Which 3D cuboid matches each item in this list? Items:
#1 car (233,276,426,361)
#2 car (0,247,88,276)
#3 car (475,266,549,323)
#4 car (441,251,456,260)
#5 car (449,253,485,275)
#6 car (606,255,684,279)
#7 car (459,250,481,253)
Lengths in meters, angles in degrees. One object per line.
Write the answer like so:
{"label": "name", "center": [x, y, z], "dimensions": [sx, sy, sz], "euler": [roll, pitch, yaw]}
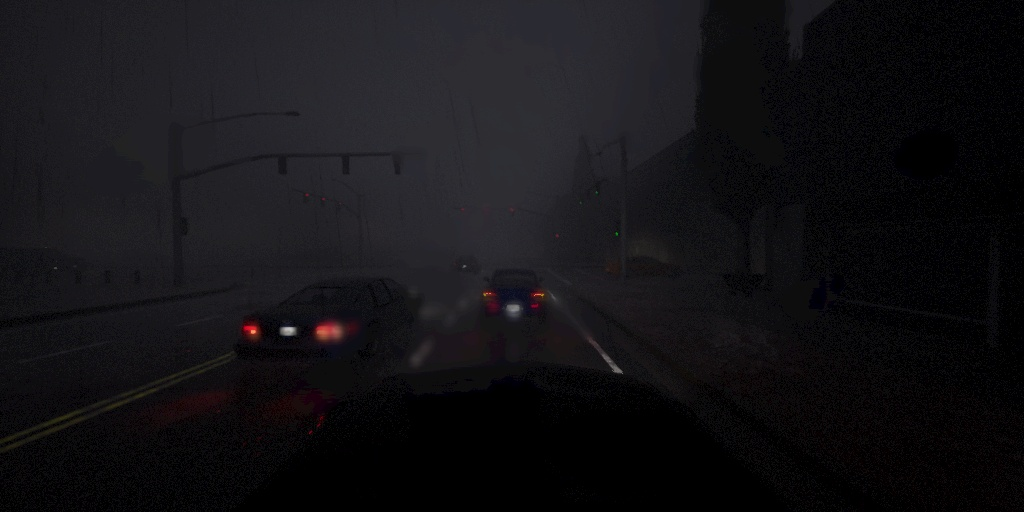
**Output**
{"label": "car", "center": [-3.438, 1.153, 8.042], "dimensions": [2.033, 1.411, 5.357], "euler": [0, 1, 0]}
{"label": "car", "center": [-35.064, 0.408, 26.492], "dimensions": [5.566, 2.045, 2.150], "euler": [0, 1, 0]}
{"label": "car", "center": [0.072, 1.066, 10.962], "dimensions": [1.812, 1.442, 4.674], "euler": [0, 1, 0]}
{"label": "car", "center": [-10.400, -0.088, 59.685], "dimensions": [1.882, 1.535, 5.008], "euler": [0, 1, 2]}
{"label": "car", "center": [-3.544, 0.700, 28.756], "dimensions": [1.994, 1.385, 4.181], "euler": [0, 1, 0]}
{"label": "car", "center": [8.876, 0.721, 24.044], "dimensions": [5.008, 1.535, 1.882], "euler": [0, 1, -1]}
{"label": "car", "center": [-6.898, -0.077, 59.783], "dimensions": [2.128, 1.511, 4.902], "euler": [0, 1, 2]}
